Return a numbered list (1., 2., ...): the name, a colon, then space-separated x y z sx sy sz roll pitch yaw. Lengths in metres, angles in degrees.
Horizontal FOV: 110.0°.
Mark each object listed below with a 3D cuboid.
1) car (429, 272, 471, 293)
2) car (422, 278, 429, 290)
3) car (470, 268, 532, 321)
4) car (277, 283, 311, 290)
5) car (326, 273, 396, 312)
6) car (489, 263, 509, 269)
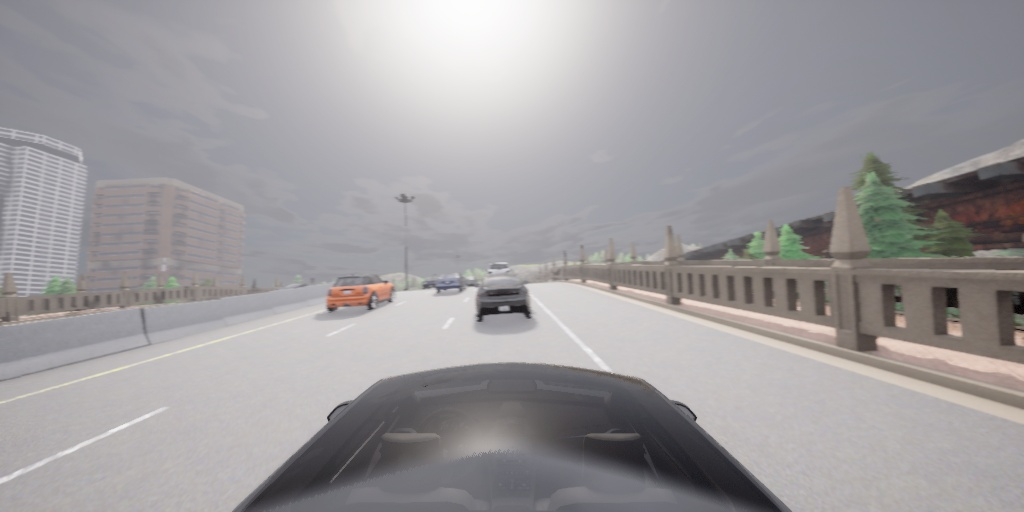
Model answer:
1. car: -4.398 1.904 26.383 2.033 1.411 5.357 -3 -2 -2
2. car: -8.389 2.970 38.868 1.895 1.301 4.718 -3 -5 -2
3. car: -0.360 1.409 13.523 1.837 1.490 4.892 -3 -1 -2
4. car: -22.481 3.564 37.513 1.882 1.535 5.008 -3 -5 -2
5. car: -7.572 1.714 18.401 2.097 1.767 4.553 -3 -1 -2
6. car: -1.208 1.753 33.533 2.150 2.045 5.566 -3 -4 -2
